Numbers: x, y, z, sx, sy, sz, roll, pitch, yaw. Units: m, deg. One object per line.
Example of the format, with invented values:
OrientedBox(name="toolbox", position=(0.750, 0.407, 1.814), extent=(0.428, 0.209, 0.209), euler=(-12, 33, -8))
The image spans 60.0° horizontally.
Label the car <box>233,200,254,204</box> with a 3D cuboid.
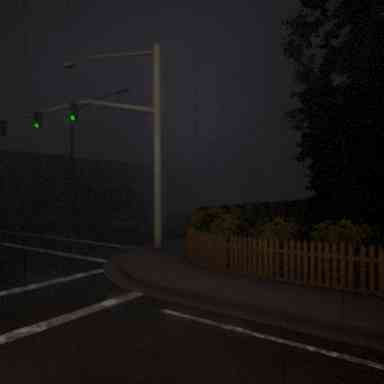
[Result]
OrientedBox(name="car", position=(6.515, 1.694, 42.456), extent=(2.033, 1.411, 5.357), euler=(-1, 0, 35))
